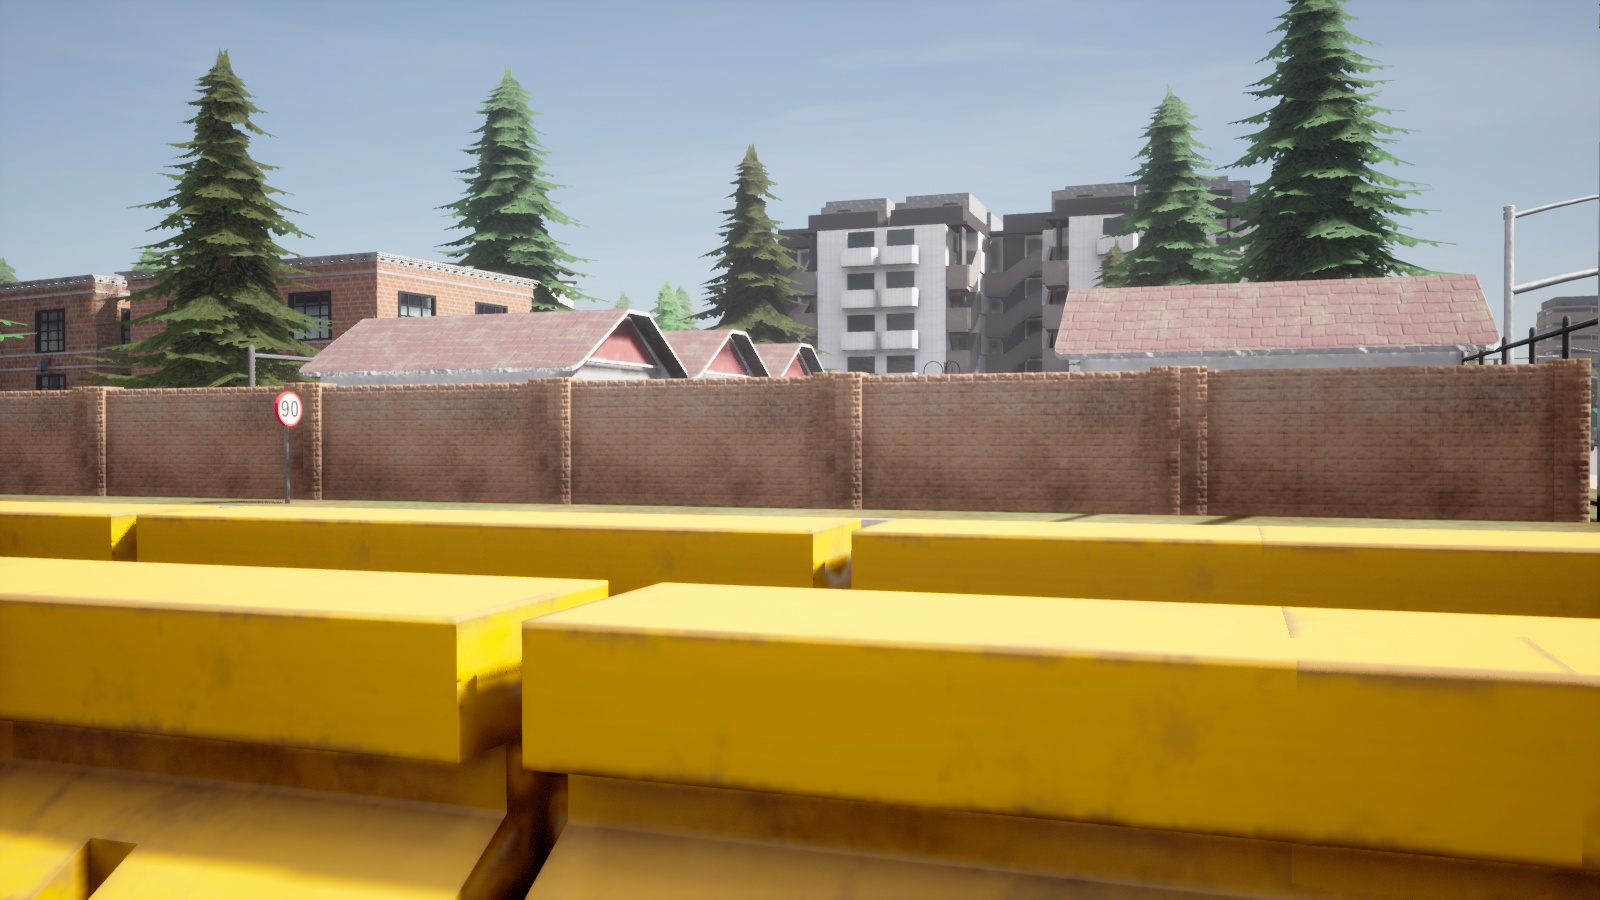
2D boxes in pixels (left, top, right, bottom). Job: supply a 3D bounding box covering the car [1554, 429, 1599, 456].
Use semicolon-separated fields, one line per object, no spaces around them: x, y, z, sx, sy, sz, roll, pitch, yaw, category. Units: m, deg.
50.152;-0.497;80.589;2.152;1.651;5.027;1;1;20;car
